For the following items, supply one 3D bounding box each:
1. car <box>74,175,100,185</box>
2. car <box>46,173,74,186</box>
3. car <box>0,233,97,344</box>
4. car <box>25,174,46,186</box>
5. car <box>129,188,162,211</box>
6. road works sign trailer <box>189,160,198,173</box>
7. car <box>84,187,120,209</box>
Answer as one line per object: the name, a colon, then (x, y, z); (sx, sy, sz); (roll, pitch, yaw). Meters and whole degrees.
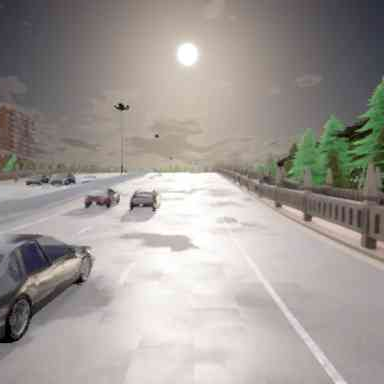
car: (-13.871, -1.614, 45.115); (1.812, 1.442, 4.674); (0, 6, 1)
car: (-17.370, -1.783, 45.083); (2.097, 1.767, 4.553); (0, 6, 1)
car: (-3.449, 1.512, 6.314); (2.033, 1.411, 5.357); (0, 1, 1)
car: (-20.863, -1.650, 45.303); (1.837, 1.490, 4.892); (0, 6, 1)
car: (-3.338, 0.439, 24.400); (2.128, 1.511, 4.902); (0, 6, 1)
road works sign trailer: (0.445, -6.680, 87.239); (2.380, 3.560, 2.880); (0, 3, 2)
car: (-6.825, 0.364, 25.559); (1.812, 1.442, 4.674); (0, 6, 1)
